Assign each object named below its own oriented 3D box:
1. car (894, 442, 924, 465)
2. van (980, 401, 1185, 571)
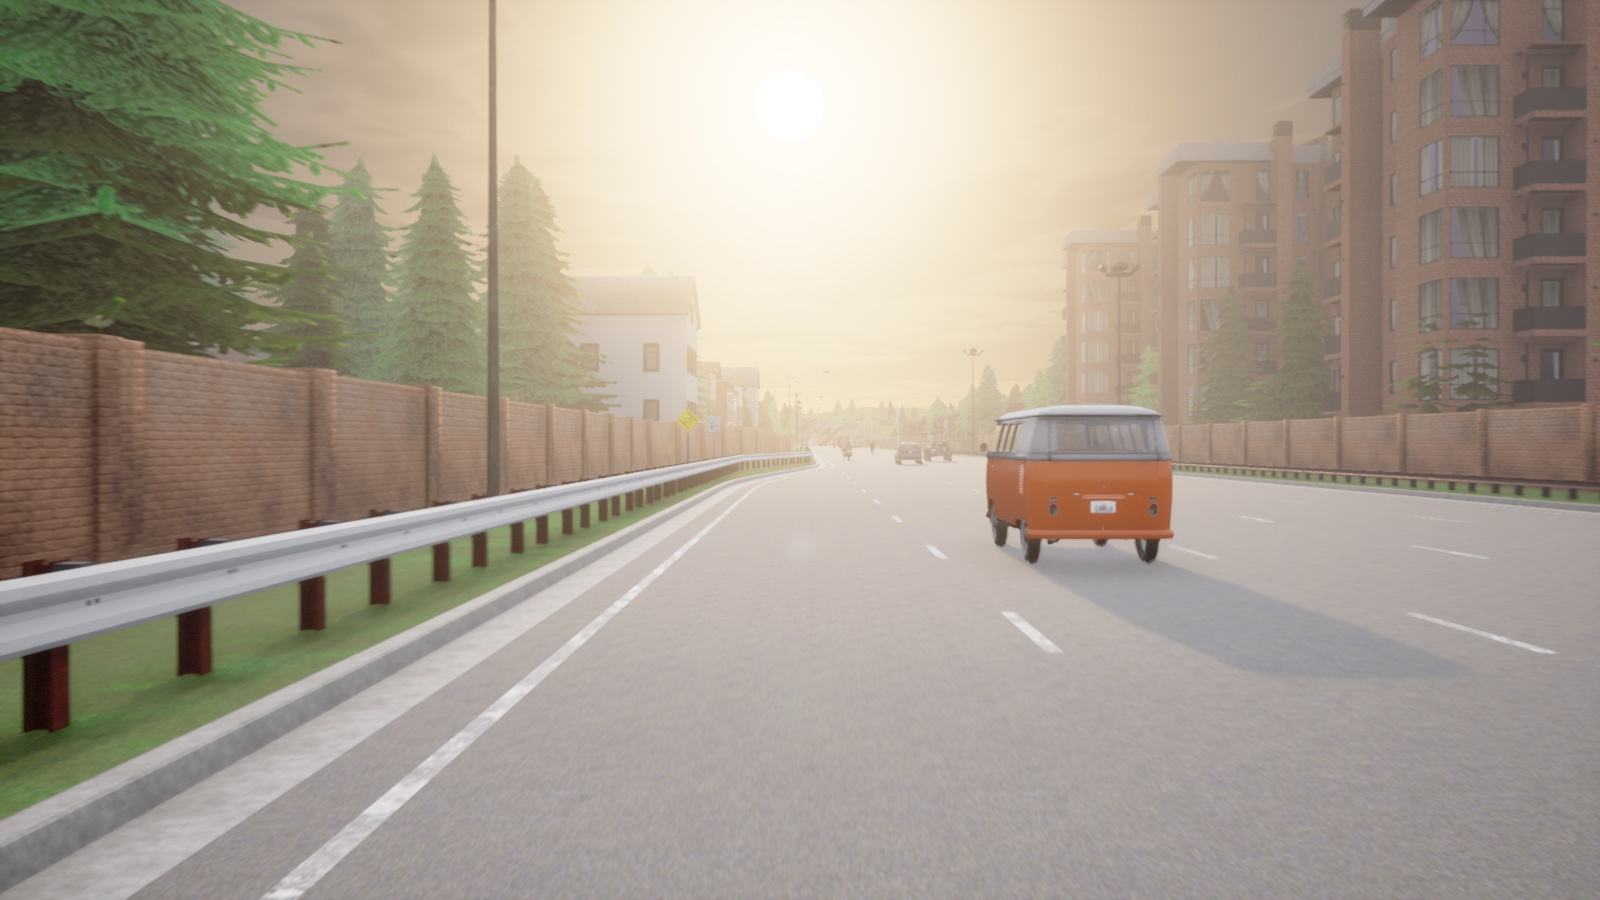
[{"bbox_3d":[7.510,0.246,86.966,1.789,1.549,3.705,0,0,0],"label":"car"},{"bbox_3d":[3.612,0.408,16.885,1.775,1.987,4.442,0,0,0],"label":"van"}]
